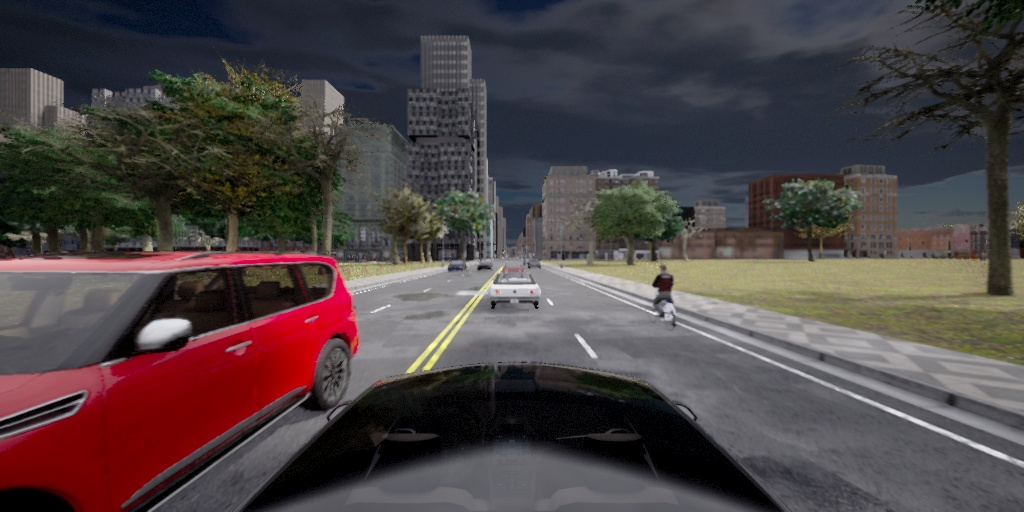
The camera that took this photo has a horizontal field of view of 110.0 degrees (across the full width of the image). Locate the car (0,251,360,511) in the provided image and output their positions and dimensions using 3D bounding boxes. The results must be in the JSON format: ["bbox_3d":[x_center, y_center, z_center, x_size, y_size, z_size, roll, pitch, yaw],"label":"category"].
[{"bbox_3d":[-3.350,0.968,3.144,2.150,2.045,5.566,0,0,0],"label":"car"}]

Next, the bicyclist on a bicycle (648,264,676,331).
[{"bbox_3d":[4.143,1.099,10.022,0.659,1.776,1.843,0,0,0],"label":"bicyclist on a bicycle"}]

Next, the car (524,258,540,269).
[{"bbox_3d":[3.350,1.138,55.468,2.128,1.511,4.902,0,0,0],"label":"car"}]

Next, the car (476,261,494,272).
[{"bbox_3d":[-3.339,1.260,44.842,1.895,1.301,4.718,0,0,0],"label":"car"}]

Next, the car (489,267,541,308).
[{"bbox_3d":[0.099,1.318,15.031,1.895,1.301,4.718,0,0,0],"label":"car"}]

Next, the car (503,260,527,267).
[{"bbox_3d":[0.100,1.279,33.133,1.895,1.301,4.718,0,0,0],"label":"car"}]

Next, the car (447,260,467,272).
[{"bbox_3d":[-6.590,1.208,43.865,2.033,1.411,5.357,0,0,0],"label":"car"}]
